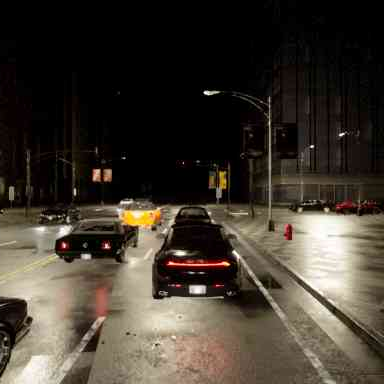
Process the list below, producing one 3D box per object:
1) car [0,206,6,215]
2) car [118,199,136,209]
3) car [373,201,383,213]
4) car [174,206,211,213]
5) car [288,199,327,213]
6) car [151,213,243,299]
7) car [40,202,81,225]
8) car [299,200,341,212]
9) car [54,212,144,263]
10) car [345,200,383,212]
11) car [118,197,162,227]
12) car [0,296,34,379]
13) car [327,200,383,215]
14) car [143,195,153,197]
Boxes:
[{"bbox_3d":[-21.336,1.676,33.376,4.892,1.490,1.837,0,-1,0],"label":"car"},{"bbox_3d":[-9.736,1.746,50.428,1.812,1.442,4.674,0,0,0],"label":"car"},{"bbox_3d":[23.108,1.640,37.150,4.718,1.301,1.895,0,-1,-1],"label":"car"},{"bbox_3d":[0.038,1.510,17.900,1.882,1.535,5.008,0,0,0],"label":"car"},{"bbox_3d":[13.208,1.576,37.016,4.892,1.490,1.837,0,-1,-1],"label":"car"},{"bbox_3d":[0.116,1.512,8.409,1.837,1.490,4.892,0,0,0],"label":"car"},{"bbox_3d":[-9.672,1.566,24.872,1.837,1.490,4.892,2,0,-3],"label":"car"},{"bbox_3d":[15.270,1.663,39.797,4.313,1.339,1.947,0,0,-1],"label":"car"},{"bbox_3d":[-3.123,1.615,12.020,1.895,1.301,4.718,0,0,0],"label":"car"},{"bbox_3d":[20.910,1.644,39.873,4.313,1.339,1.947,0,0,-1],"label":"car"},{"bbox_3d":[-3.104,1.397,21.014,2.097,1.767,4.553,0,0,0],"label":"car"},{"bbox_3d":[-3.152,1.548,2.233,2.033,1.411,5.357,0,0,0],"label":"car"},{"bbox_3d":[15.382,1.577,31.273,4.206,1.307,1.802,0,0,-1],"label":"car"},{"bbox_3d":[-9.598,1.603,71.790,2.150,2.045,5.566,0,0,0],"label":"car"}]
